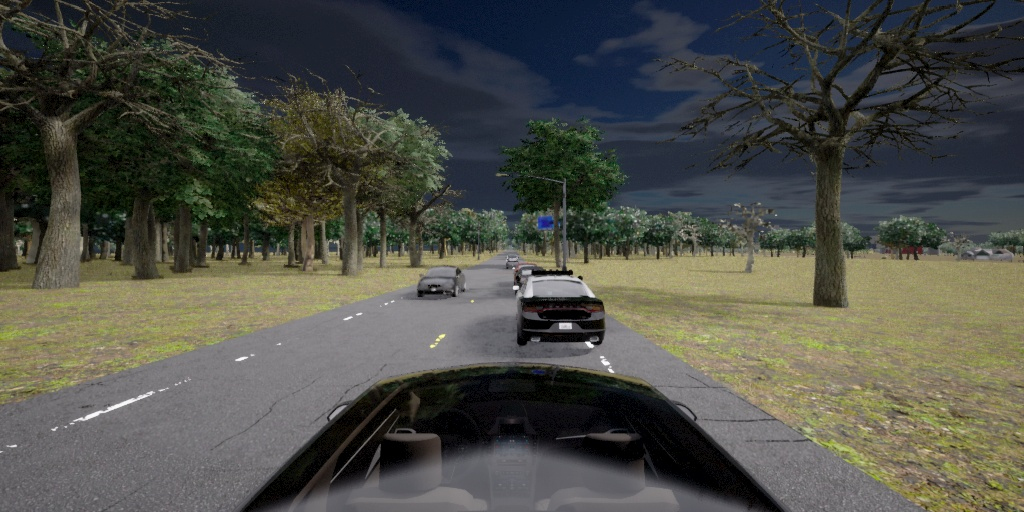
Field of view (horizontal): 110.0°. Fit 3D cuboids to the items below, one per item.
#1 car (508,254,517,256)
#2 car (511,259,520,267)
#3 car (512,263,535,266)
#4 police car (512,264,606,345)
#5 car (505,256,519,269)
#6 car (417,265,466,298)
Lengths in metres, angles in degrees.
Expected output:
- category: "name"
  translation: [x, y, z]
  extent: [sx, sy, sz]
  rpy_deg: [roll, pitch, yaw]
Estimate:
- category: "car"
  translation: [0.042, 0.726, 65.065]
  extent: [2.150, 2.045, 5.566]
  rpy_deg: [0, 1, 0]
- category: "car"
  translation: [1.065, 1.223, 25.524]
  extent: [1.882, 1.535, 5.008]
  rpy_deg: [0, 0, 0]
- category: "car"
  translation: [1.061, 1.275, 19.525]
  extent: [1.812, 1.442, 4.674]
  rpy_deg: [0, 0, 0]
- category: "police car"
  translation: [1.054, 1.175, 9.635]
  extent: [1.930, 1.638, 5.238]
  rpy_deg: [0, 0, 0]
- category: "car"
  translation: [0.100, 1.109, 52.431]
  extent: [2.128, 1.511, 4.902]
  rpy_deg: [0, 0, 0]
- category: "car"
  translation: [-3.488, 1.255, 18.397]
  extent: [1.837, 1.490, 4.892]
  rpy_deg: [0, 0, 0]
